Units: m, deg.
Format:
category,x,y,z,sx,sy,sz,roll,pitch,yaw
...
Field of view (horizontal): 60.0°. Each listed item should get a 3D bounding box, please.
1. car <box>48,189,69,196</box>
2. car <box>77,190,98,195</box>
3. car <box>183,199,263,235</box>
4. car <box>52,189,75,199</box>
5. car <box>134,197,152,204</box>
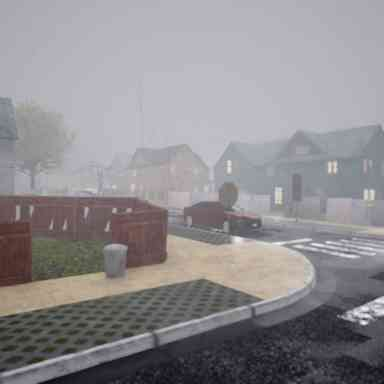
category,x,y,z,sx,sy,sz,roll,pitch,yaw
car,-18.696,0.503,45.564,1.994,1.385,4.181,1,1,-35
car,-10.302,0.802,33.680,2.033,1.411,5.357,1,1,-36
car,1.454,1.181,17.184,1.882,1.535,5.008,1,1,-34
car,-20.441,0.324,52.753,2.128,1.511,4.902,1,1,-36
car,-4.281,1.047,25.259,1.994,1.385,4.181,1,1,-35
